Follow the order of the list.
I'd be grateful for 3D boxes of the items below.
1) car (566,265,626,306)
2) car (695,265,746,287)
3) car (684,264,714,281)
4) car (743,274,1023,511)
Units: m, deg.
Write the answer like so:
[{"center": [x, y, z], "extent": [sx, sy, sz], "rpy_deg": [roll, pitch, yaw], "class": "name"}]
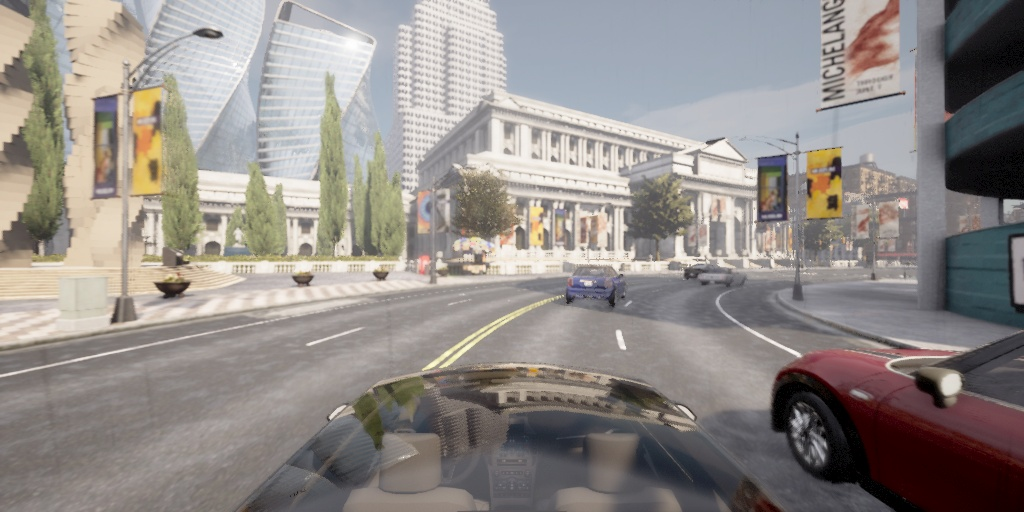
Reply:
[{"center": [4.053, 1.192, 16.795], "extent": [2.097, 1.767, 4.553], "rpy_deg": [0, 0, 24], "class": "car"}, {"center": [15.470, 1.517, 26.155], "extent": [4.718, 1.301, 1.895], "rpy_deg": [0, 0, -41], "class": "car"}, {"center": [17.303, 1.429, 31.780], "extent": [5.008, 1.535, 1.882], "rpy_deg": [0, -1, -34], "class": "car"}, {"center": [3.696, 1.112, 1.839], "extent": [2.097, 1.767, 4.553], "rpy_deg": [0, 0, 1], "class": "car"}]
